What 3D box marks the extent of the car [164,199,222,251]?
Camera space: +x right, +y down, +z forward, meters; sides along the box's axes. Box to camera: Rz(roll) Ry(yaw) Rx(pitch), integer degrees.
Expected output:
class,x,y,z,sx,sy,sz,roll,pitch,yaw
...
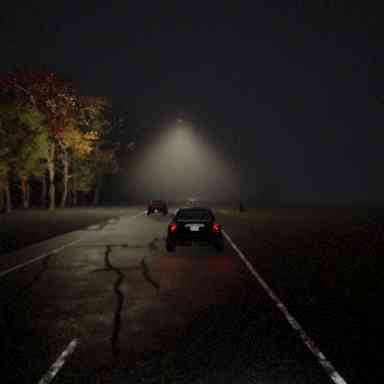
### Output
class,x,y,z,sx,sy,sz,roll,pitch,yaw
car,0.105,1.365,14.381,2.097,1.767,4.553,0,0,0

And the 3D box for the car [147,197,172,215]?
class,x,y,z,sx,sy,sz,roll,pitch,yaw
car,-3.389,1.527,33.813,1.837,1.490,4.892,0,0,0

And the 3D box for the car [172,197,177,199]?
class,x,y,z,sx,sy,sz,roll,pitch,yaw
car,-3.383,1.575,56.870,2.033,1.411,5.357,0,0,0
